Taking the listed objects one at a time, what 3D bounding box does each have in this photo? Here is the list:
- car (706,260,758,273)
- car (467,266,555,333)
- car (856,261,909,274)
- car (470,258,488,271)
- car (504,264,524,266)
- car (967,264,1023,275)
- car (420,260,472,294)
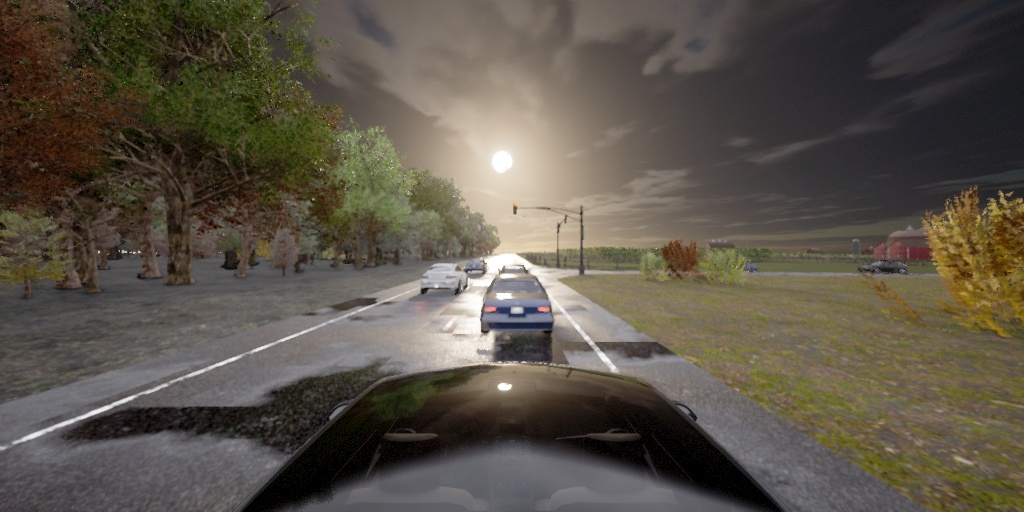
[{"bbox_3d":[25.529,1.193,41.737,5.357,1.411,2.033,1,0,0],"label":"car"},{"bbox_3d":[0.106,1.204,10.347,2.033,1.411,5.357,0,1,0],"label":"car"},{"bbox_3d":[42.940,1.344,41.630,4.892,1.490,1.837,1,0,1],"label":"car"},{"bbox_3d":[-3.386,0.941,34.706,2.033,1.411,5.357,0,1,0],"label":"car"},{"bbox_3d":[0.114,1.121,19.646,1.994,1.385,4.181,0,1,0],"label":"car"},{"bbox_3d":[51.435,1.511,37.980,4.718,1.301,1.895,1,0,1],"label":"car"},{"bbox_3d":[-3.393,1.096,18.432,1.812,1.442,4.674,0,0,0],"label":"car"}]
